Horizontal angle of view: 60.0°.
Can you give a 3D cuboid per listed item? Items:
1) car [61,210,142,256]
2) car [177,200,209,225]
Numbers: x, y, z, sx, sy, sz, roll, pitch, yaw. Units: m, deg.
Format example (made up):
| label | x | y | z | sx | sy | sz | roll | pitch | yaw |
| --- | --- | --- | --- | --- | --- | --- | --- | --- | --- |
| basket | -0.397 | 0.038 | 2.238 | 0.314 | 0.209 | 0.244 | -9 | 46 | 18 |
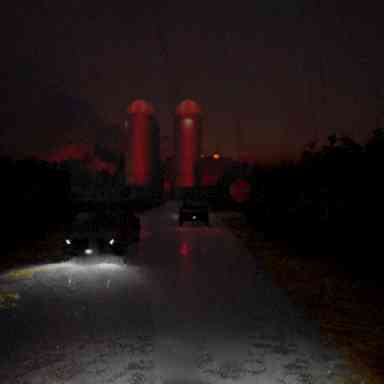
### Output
| label | x | y | z | sx | sy | sz | roll | pitch | yaw |
| --- | --- | --- | --- | --- | --- | --- | --- | --- | --- |
| car | -3.141 | 1.412 | 12.834 | 2.033 | 1.411 | 5.357 | 0 | 1 | 0 |
| car | 0.049 | 1.294 | 22.064 | 2.128 | 1.511 | 4.902 | 0 | 0 | -2 |
